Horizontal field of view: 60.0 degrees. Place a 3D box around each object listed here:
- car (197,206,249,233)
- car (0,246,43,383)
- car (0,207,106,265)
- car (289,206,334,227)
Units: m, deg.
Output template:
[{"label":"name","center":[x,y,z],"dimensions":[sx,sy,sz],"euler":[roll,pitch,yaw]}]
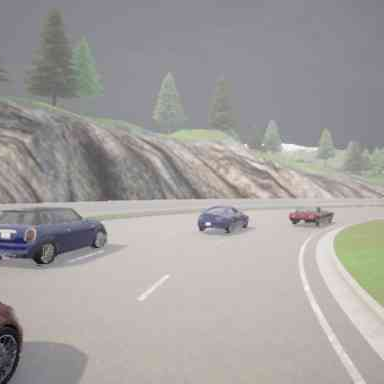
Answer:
[{"label":"car","center":[1.893,1.523,19.568],"dimensions":[1.812,1.442,4.674],"euler":[0,0,27]},{"label":"car","center":[-3.108,1.492,2.234],"dimensions":[1.812,1.442,4.674],"euler":[0,0,3]},{"label":"car","center":[-4.886,1.290,11.728],"dimensions":[2.097,1.767,4.553],"euler":[1,0,14]},{"label":"car","center":[8.658,1.661,23.814],"dimensions":[1.895,1.301,4.718],"euler":[1,0,37]}]
